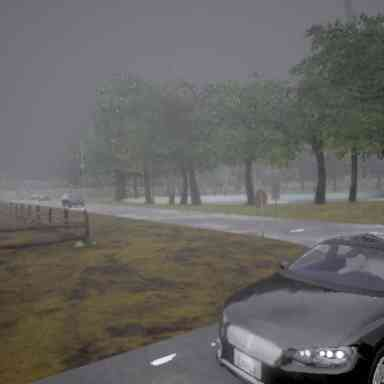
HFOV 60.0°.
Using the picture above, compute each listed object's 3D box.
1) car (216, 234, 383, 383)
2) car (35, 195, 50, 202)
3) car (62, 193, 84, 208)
[{"bbox_3d":[2.545,1.427,4.765,4.902,1.511,2.128,-1,1,-36],"label":"car"},{"bbox_3d":[-35.729,1.538,80.318,1.837,1.490,4.892,-4,2,-35],"label":"car"},{"bbox_3d":[-18.066,1.231,50.402,2.150,2.045,5.566,-4,2,-35],"label":"car"}]
